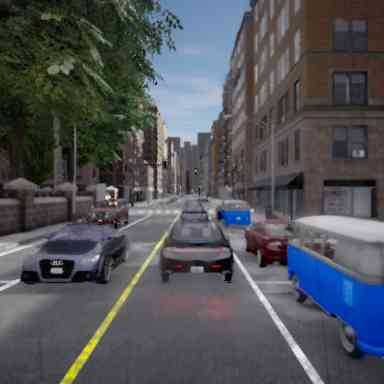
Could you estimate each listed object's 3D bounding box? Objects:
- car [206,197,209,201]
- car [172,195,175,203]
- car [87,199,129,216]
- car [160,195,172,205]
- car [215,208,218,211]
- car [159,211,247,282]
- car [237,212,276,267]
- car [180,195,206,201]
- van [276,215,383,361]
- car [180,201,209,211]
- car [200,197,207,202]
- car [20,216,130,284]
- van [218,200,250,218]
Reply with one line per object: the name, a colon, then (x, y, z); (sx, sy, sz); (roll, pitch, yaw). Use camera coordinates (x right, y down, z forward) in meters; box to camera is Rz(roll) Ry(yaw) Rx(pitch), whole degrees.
car: (3.146, 1.823, 82.814); (1.967, 1.590, 4.097); (0, 0, 0)
car: (-5.417, 1.868, 71.906); (2.008, 1.369, 4.403); (0, 0, 0)
car: (-5.595, 1.421, 22.769); (2.192, 1.841, 5.009); (0, 0, 0)
car: (-5.438, 1.817, 66.286); (1.752, 1.417, 4.829); (0, 0, 0)
car: (2.950, 1.711, 28.437); (1.947, 1.339, 4.313); (0, 0, 0)
car: (0.128, 1.545, 9.935); (2.128, 1.511, 4.902); (0, 0, 0)
car: (2.888, 1.609, 11.456); (1.887, 1.381, 4.507); (0, 0, 0)
car: (0.117, 1.520, 34.806); (2.097, 1.767, 4.553); (0, 0, 0)
van: (2.868, 1.377, 5.797); (1.690, 1.788, 3.998); (0, 0, 0)
car: (0.173, 1.608, 23.160); (2.128, 1.511, 4.902); (0, 0, 0)
car: (3.186, 1.990, 93.710); (2.008, 1.369, 4.403); (0, 0, 0)
car: (-3.073, 1.610, 9.563); (1.994, 1.385, 4.181); (0, 0, 0)
van: (2.930, 1.460, 22.778); (1.690, 1.788, 3.998); (0, 0, 0)
